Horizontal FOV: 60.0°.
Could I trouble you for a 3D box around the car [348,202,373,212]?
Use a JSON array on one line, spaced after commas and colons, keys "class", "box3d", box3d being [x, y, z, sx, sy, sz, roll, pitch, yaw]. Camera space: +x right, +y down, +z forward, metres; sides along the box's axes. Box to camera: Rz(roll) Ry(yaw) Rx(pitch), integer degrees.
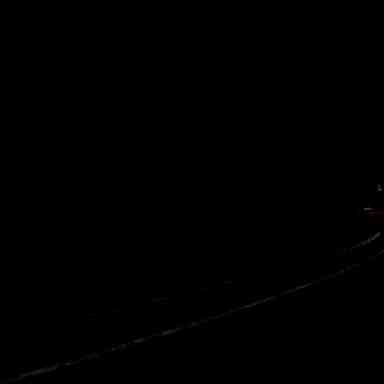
[{"class": "car", "box3d": [26.390, 2.351, 52.223, 1.837, 1.490, 4.892, -4, -3, -2]}]
